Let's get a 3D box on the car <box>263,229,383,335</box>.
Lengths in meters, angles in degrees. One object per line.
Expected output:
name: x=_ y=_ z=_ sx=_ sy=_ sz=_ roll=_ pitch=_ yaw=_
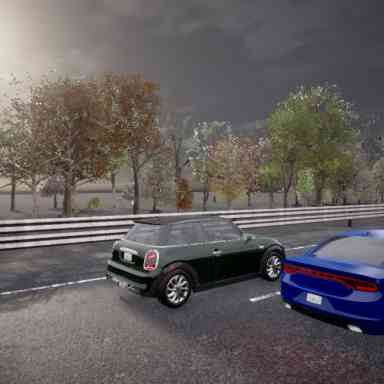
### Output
car: x=3.878 y=1.477 z=6.509 sx=5.008 sy=1.535 sz=1.882 roll=0 pitch=0 yaw=-35

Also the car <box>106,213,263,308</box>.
car: x=0.321 y=1.352 z=8.195 sx=4.553 sy=1.767 sz=2.097 roll=0 pitch=0 yaw=-39
